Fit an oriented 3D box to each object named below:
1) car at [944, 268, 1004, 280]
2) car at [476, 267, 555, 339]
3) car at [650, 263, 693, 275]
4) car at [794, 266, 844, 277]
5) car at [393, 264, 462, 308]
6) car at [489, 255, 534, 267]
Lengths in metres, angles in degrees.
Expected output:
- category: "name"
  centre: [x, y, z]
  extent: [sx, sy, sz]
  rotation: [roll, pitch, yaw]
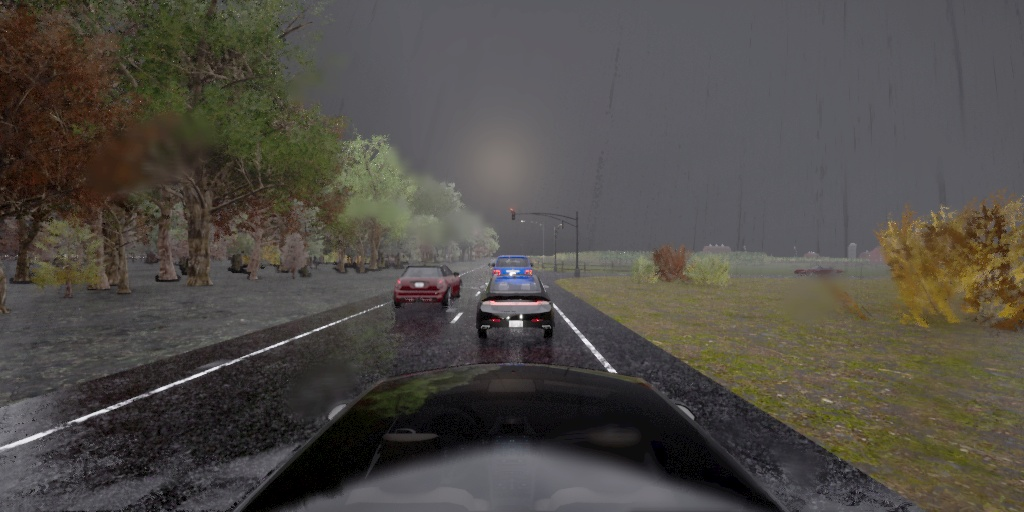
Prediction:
- category: "car"
  centre: [51.211, 1.835, 39.663]
  extent: [4.674, 1.442, 1.812]
  rotation: [1, -1, 1]
- category: "car"
  centre: [0.074, 1.244, 10.128]
  extent: [2.128, 1.511, 4.902]
  rotation: [0, 0, 0]
- category: "car"
  centre: [19.234, 1.525, 43.325]
  extent: [4.892, 1.490, 1.837]
  rotation: [0, -1, 0]
- category: "car"
  centre: [36.952, 1.815, 43.303]
  extent: [4.718, 1.301, 1.895]
  rotation: [1, -1, 0]
- category: "car"
  centre: [-3.448, 1.107, 15.450]
  extent: [2.097, 1.767, 4.553]
  rotation: [0, 0, 0]
- category: "car"
  centre: [0.037, 0.977, 20.045]
  extent: [2.150, 2.045, 5.566]
  rotation: [0, 0, 0]
